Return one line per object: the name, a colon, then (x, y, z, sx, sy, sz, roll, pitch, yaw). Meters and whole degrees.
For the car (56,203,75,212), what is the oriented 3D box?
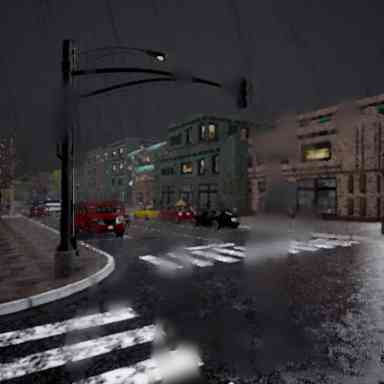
car: (-20.701, 2.456, 54.293, 2.033, 1.411, 5.357, 1, -1, -32)

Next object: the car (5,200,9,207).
car: (-40.725, 2.642, 75.639, 2.192, 1.841, 5.009, 0, -1, -32)

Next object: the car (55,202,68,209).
car: (-27.741, 2.811, 70.656, 1.802, 1.307, 4.206, 0, -1, -32)

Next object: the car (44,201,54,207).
car: (-36.549, 3.087, 84.777, 1.802, 1.307, 4.206, 0, -1, -32)

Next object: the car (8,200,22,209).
car: (-34.850, 2.693, 66.221, 2.008, 1.369, 4.403, 0, -1, -32)

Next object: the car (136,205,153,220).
car: (-4.343, 2.019, 33.146, 1.752, 1.417, 4.829, 0, -1, -32)

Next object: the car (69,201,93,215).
car: (-15.274, 2.092, 45.686, 2.097, 1.767, 4.553, 1, -1, -31)

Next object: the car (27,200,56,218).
car: (-17.235, 2.029, 37.981, 1.967, 1.590, 4.097, 0, -1, -32)

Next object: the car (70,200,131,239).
car: (-5.491, 1.534, 19.156, 2.192, 1.841, 5.009, 0, -1, -32)

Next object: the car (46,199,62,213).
car: (-19.421, 1.983, 46.541, 2.150, 2.045, 5.566, 1, -2, -31)

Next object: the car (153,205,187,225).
car: (-1.317, 1.839, 28.296, 1.967, 1.590, 4.097, 0, -1, -32)

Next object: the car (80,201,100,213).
car: (-15.997, 2.301, 51.831, 1.967, 1.590, 4.097, 0, -1, -32)

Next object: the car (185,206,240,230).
car: (1.620, 1.872, 23.587, 1.947, 1.339, 4.313, 0, -1, -32)

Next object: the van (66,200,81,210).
van: (-21.871, 2.386, 61.246, 1.690, 1.788, 3.998, 0, -1, -32)

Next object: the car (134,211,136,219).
car: (-6.257, 1.817, 25.284, 1.882, 1.535, 5.008, 1, -1, -32)

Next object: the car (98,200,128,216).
car: (-10.127, 1.991, 42.419, 2.192, 1.841, 5.009, 0, -1, -32)

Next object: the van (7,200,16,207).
van: (-43.661, 2.760, 80.345, 1.690, 1.788, 3.998, 0, -1, -32)
